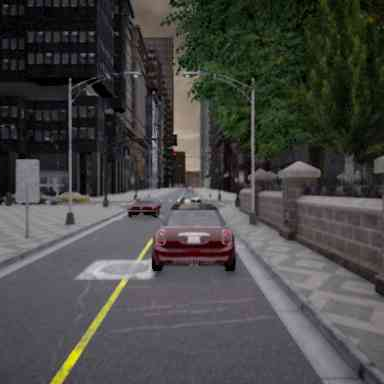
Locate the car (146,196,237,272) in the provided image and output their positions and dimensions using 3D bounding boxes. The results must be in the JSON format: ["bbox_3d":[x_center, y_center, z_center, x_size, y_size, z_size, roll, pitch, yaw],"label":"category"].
[{"bbox_3d":[0.034,1.084,9.972,2.097,1.767,4.553,0,1,0],"label":"car"}]

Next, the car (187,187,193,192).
[{"bbox_3d":[-0.573,-0.777,92.083,1.812,1.442,4.674,0,1,0],"label":"car"}]

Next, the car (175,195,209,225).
[{"bbox_3d":[-0.030,0.993,20.194,1.812,1.442,4.674,0,1,0],"label":"car"}]

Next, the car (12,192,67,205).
[{"bbox_3d":[-14.838,0.659,32.057,4.403,1.369,2.008,0,0,0],"label":"car"}]

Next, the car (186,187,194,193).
[{"bbox_3d":[-0.508,-0.476,81.668,2.033,1.411,5.357,0,1,0],"label":"car"}]

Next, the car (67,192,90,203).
[{"bbox_3d":[-15.023,0.587,40.582,4.829,1.417,1.752,0,0,0],"label":"car"}]

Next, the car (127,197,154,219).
[{"bbox_3d":[-3.142,1.006,22.721,1.895,1.301,4.718,0,1,0],"label":"car"}]

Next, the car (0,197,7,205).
[{"bbox_3d":[-20.351,0.684,32.054,4.313,1.339,1.947,0,0,0],"label":"car"}]

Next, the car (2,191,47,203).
[{"bbox_3d":[-20.366,0.623,40.579,4.403,1.369,2.008,0,0,0],"label":"car"}]
